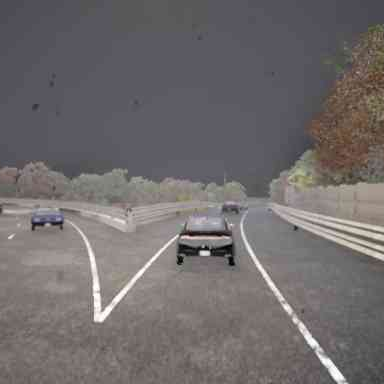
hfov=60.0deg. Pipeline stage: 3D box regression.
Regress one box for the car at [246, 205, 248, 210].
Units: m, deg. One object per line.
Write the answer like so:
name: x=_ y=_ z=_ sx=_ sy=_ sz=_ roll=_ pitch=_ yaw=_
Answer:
car: x=8.629 y=2.619 z=59.917 sx=2.033 sy=1.411 sz=5.357 roll=0 pitch=-3 yaw=12

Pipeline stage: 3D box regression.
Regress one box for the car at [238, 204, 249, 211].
car: x=10.833 y=3.281 z=70.088 sx=1.895 sy=1.301 sz=4.718 roll=0 pitch=-4 yaw=13

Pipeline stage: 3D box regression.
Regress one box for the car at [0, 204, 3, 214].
car: x=-11.259 y=1.574 z=17.109 sx=1.837 sy=1.490 sz=4.892 roll=0 pitch=0 yaw=-22

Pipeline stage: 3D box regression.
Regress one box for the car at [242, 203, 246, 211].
car: x=7.011 y=2.268 z=51.795 sx=1.895 sy=1.301 sz=4.718 roll=0 pitch=-2 yaw=11

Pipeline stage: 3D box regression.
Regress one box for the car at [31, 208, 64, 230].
car: x=-9.639 y=1.706 z=22.132 sx=1.895 sy=1.301 sz=4.718 roll=0 pitch=0 yaw=-25

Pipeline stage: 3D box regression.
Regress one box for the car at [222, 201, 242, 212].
car: x=4.626 y=1.776 z=39.572 sx=1.882 sy=1.535 sz=5.008 roll=0 pitch=-1 yaw=11

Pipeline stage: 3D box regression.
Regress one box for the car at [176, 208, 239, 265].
car: x=0.539 y=1.568 z=12.013 sx=2.128 sy=1.511 sz=4.902 roll=0 pitch=0 yaw=4
